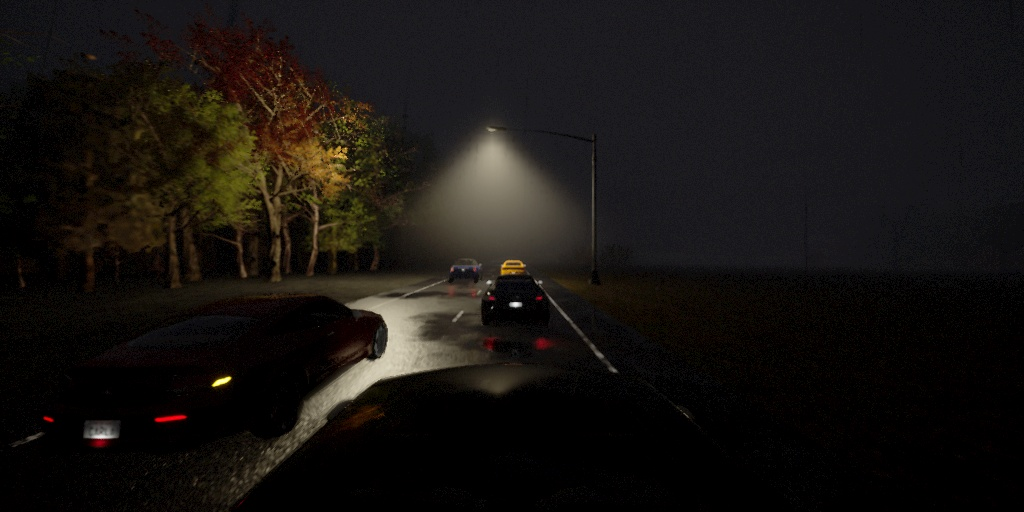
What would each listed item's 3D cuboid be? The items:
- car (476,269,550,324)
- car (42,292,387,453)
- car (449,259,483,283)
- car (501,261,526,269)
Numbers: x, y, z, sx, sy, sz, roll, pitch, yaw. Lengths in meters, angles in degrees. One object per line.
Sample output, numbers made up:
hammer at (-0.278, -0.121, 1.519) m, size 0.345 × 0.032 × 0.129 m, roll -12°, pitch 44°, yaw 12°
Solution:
car at (0.099, 1.278, 11.727) m, size 1.994 × 1.385 × 4.181 m, roll 0°, pitch 0°, yaw 0°
car at (-3.398, 1.263, 5.273) m, size 1.812 × 1.442 × 4.674 m, roll 0°, pitch 0°, yaw 0°
car at (-3.401, 1.008, 27.156) m, size 2.097 × 1.767 × 4.553 m, roll 0°, pitch 0°, yaw 0°
car at (0.099, 1.126, 29.073) m, size 1.882 × 1.535 × 5.008 m, roll 0°, pitch 0°, yaw 0°
